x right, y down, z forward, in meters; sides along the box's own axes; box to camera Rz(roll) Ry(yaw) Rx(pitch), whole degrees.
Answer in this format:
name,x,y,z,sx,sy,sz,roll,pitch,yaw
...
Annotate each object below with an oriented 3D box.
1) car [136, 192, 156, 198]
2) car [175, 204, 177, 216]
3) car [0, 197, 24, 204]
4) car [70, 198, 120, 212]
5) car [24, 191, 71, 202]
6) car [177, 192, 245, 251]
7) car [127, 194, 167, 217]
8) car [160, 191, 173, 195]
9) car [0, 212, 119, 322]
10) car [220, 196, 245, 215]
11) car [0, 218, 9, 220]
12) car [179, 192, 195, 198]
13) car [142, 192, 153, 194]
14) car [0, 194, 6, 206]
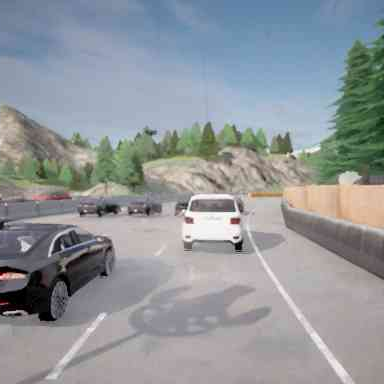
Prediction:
name,x,y,z,sx,sy,sz,roll,pitch,yaw
car,-11.145,0.782,80.774,2.033,1.411,5.357,0,1,28
car,-0.184,1.254,28.953,1.837,1.490,4.892,0,0,11
car,-20.103,1.238,36.986,1.895,1.301,4.718,0,1,13
car,-7.589,1.237,27.515,2.128,1.511,4.902,0,0,11
car,-16.185,0.855,38.355,2.150,2.045,5.566,0,1,14
car,0.937,1.104,13.707,2.150,2.045,5.566,0,0,6
car,-3.894,1.239,28.205,2.128,1.511,4.902,0,1,11
car,-6.165,0.672,75.136,2.097,1.767,4.553,0,1,26
car,-3.089,1.423,7.107,2.128,1.511,4.902,0,0,3
car,3.890,1.216,31.165,1.882,1.535,5.008,0,0,13
car,-6.345,1.492,10.922,1.895,1.301,4.718,0,0,4
car,-1.098,0.717,77.275,1.812,1.442,4.674,0,1,28
car,-10.246,0.849,74.821,2.128,1.511,4.902,0,1,26
car,-26.130,1.062,41.707,1.882,1.535,5.008,0,0,14
